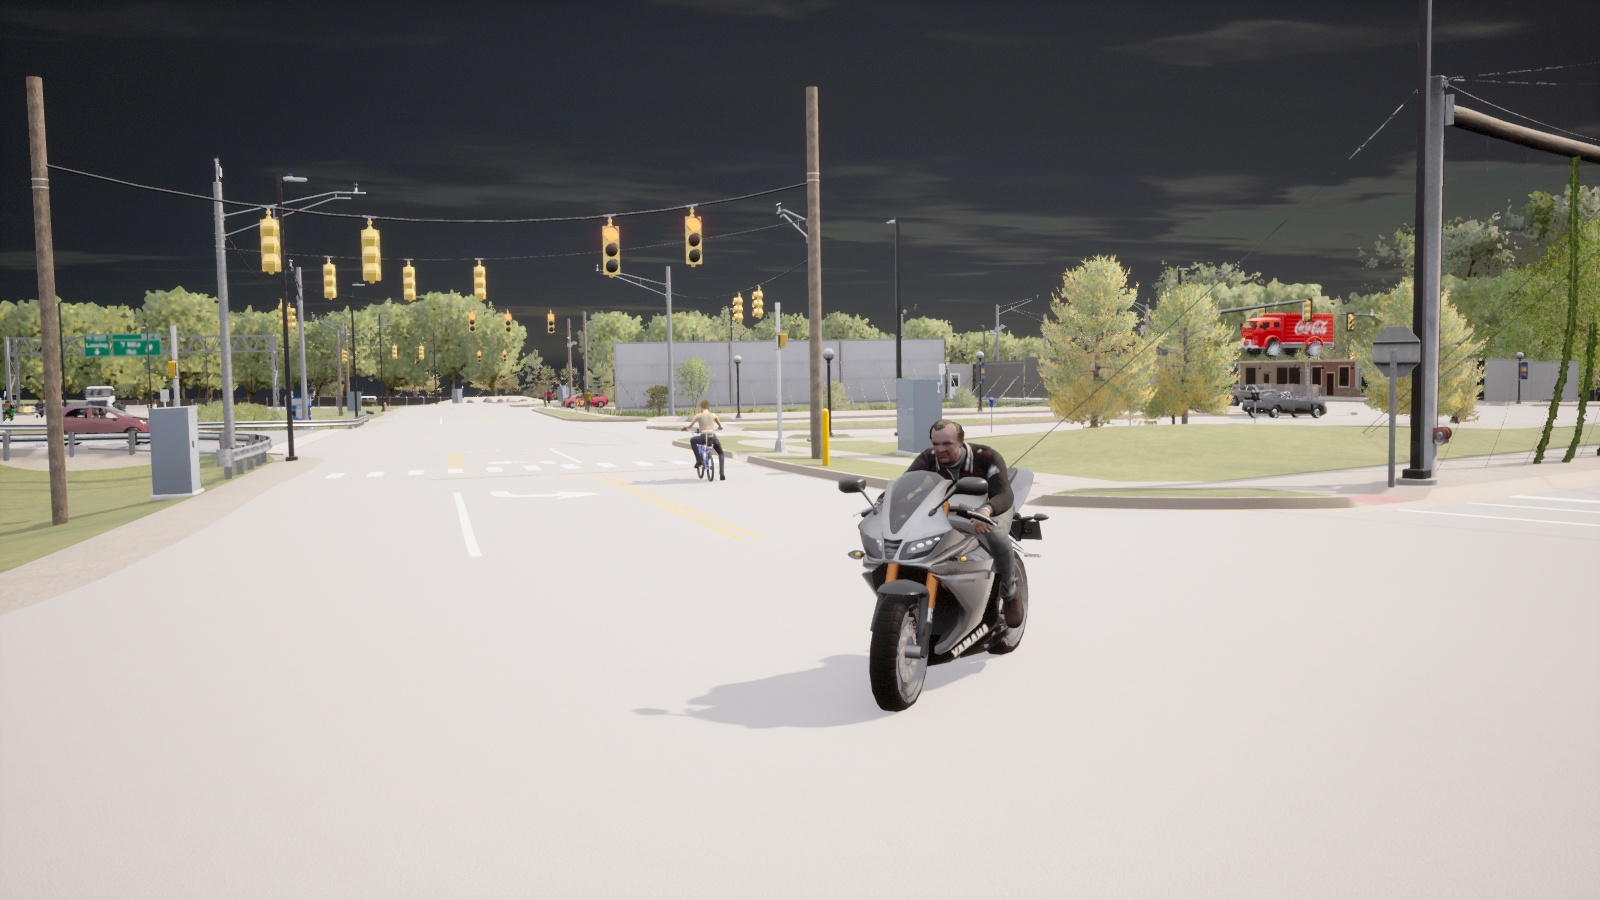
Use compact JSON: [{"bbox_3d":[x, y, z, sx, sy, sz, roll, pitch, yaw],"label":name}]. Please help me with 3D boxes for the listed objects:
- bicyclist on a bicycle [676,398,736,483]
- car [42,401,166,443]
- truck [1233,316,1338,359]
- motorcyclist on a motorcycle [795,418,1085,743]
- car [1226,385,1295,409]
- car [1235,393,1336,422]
[{"bbox_3d":[-1.889,-0.209,24.951,0.866,1.612,1.509,-2,3,-16],"label":"bicyclist on a bicycle"},{"bbox_3d":[-26.081,-1.086,47.182,3.633,1.501,1.845,-1,3,-11],"label":"car"},{"bbox_3d":[28.989,-6.726,75.108,5.204,2.467,2.627,-1,6,-15],"label":"truck"},{"bbox_3d":[0.894,0.607,7.232,0.866,1.530,2.191,0,3,29],"label":"motorcyclist on a motorcycle"},{"bbox_3d":[33.318,-3.851,91.034,2.152,1.651,5.027,-2,4,-15],"label":"car"},{"bbox_3d":[26.537,-2.330,68.683,4.902,1.511,2.128,-1,3,-20],"label":"car"}]
